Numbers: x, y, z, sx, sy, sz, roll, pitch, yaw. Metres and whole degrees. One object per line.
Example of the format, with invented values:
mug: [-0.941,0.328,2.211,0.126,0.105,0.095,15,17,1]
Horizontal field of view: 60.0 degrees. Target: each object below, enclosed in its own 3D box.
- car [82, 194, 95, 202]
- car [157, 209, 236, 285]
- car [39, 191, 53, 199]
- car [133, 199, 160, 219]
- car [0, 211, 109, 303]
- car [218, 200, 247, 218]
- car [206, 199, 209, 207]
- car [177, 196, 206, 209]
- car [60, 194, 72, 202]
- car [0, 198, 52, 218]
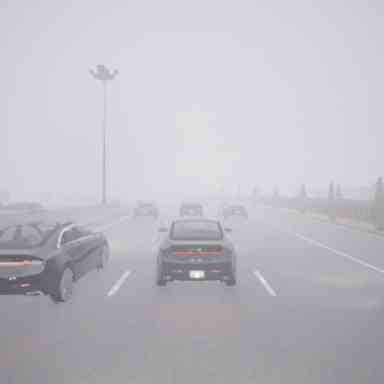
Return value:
car: [-18.917,1.095,60.462,2.128,1.511,4.902,0,0,-23]
car: [0.103,1.443,9.314,1.837,1.490,4.892,0,0,0]
car: [-27.332,0.822,61.989,2.150,2.045,5.566,0,0,-27]
car: [-3.661,1.312,27.141,2.128,1.511,4.902,0,0,-3]
car: [-3.397,1.437,8.049,2.128,1.511,4.902,0,0,0]
car: [3.297,1.345,27.419,1.812,1.442,4.674,0,1,-3]
car: [0.872,1.266,45.139,1.994,1.385,4.181,0,0,-13]
car: [-0.196,1.294,27.738,1.882,1.535,5.008,0,0,-4]
car: [-23.834,1.113,62.834,2.128,1.511,4.902,0,1,-27]
car: [-10.678,1.367,20.711,1.837,1.490,4.892,0,0,-1]
